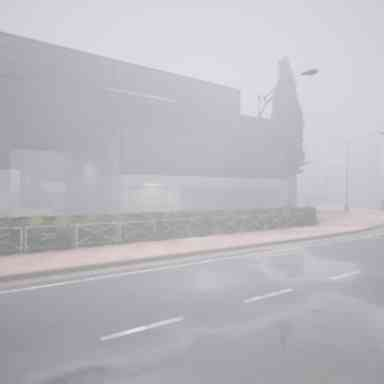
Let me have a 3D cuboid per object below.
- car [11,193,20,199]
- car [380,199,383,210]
[{"bbox_3d":[-43.217,1.114,83.270,1.970,1.475,3.806,0,0,-35],"label":"car"},{"bbox_3d":[23.252,1.290,37.914,2.097,1.767,4.553,0,0,11],"label":"car"}]
